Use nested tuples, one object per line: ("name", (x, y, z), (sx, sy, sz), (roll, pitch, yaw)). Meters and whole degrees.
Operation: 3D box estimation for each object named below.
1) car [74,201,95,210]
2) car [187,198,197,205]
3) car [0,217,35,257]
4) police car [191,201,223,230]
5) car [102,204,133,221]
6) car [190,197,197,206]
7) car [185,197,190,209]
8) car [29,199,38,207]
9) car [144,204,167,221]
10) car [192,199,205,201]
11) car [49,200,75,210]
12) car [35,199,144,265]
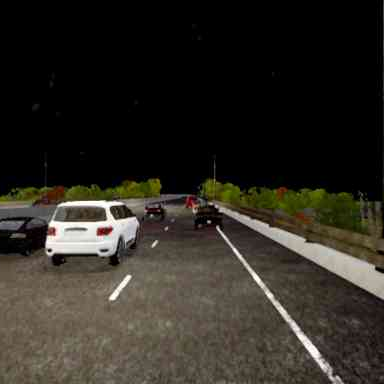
("car", (-17.504, 2.171, 54.278), (1.895, 1.301, 4.718), (0, -1, 1))
("car", (0.066, 2.187, 74.961), (2.128, 1.511, 4.902), (0, -1, 0))
("car", (-6.889, 1.710, 13.665), (1.994, 1.385, 4.181), (0, -1, 0))
("police car", (1.070, 1.673, 23.381), (1.930, 1.638, 5.238), (0, -1, 0))
("car", (-6.872, 1.893, 31.120), (1.994, 1.385, 4.181), (0, -1, 0))
("car", (1.084, 1.765, 39.241), (2.097, 1.767, 4.553), (0, -1, 0))
("car", (0.051, 1.827, 57.747), (2.150, 2.045, 5.566), (0, -1, 0))
("car", (-24.500, 1.920, 54.111), (2.097, 1.767, 4.553), (0, -1, 1))
("car", (-3.373, 1.812, 30.349), (2.128, 1.511, 4.902), (0, -1, 0))
("car", (1.079, 1.809, 33.460), (1.801, 1.575, 5.366), (0, -1, 0))
("car", (-20.997, 2.114, 54.029), (2.033, 1.411, 5.357), (0, -1, 1))
("car", (-3.389, 1.354, 12.386), (2.150, 2.045, 5.566), (0, -1, 0))
